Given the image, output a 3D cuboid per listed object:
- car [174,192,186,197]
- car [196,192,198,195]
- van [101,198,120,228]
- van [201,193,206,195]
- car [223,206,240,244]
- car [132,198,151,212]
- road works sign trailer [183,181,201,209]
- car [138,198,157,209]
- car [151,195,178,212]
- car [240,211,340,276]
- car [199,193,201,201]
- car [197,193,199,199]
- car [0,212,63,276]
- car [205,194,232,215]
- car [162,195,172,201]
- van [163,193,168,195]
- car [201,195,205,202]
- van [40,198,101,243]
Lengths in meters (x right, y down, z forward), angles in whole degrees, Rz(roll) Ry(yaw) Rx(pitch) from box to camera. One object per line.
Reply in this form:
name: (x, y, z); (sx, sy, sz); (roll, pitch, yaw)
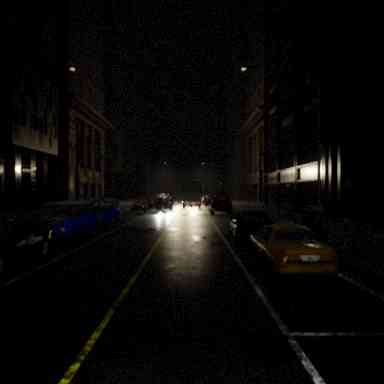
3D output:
car: (-3.014, 1.063, 80.376); (1.837, 1.490, 4.892); (0, 0, 0)
car: (2.747, 1.386, 88.755); (1.752, 1.417, 4.829); (0, 0, 0)
van: (-5.766, 1.298, 21.150); (1.690, 1.788, 3.998); (0, 0, 0)
van: (2.753, 1.244, 54.873); (1.690, 1.788, 3.998); (0, 0, 0)
car: (2.760, 1.534, 15.542); (1.947, 1.339, 4.313); (0, 0, 0)
car: (-5.769, 1.453, 37.835); (1.752, 1.417, 4.829); (0, 0, 0)
road works sign trailer: (-0.008, 0.384, 42.619); (2.380, 3.560, 2.880); (0, 0, 0)
car: (-5.770, 1.469, 43.629); (2.008, 1.369, 4.403); (0, 0, 0)
car: (-3.100, 1.419, 38.120); (2.128, 1.511, 4.902); (0, 0, 0)
car: (2.761, 1.504, 10.093); (1.752, 1.417, 4.829); (0, 0, 0)
car: (2.751, 1.413, 66.281); (1.752, 1.417, 4.829); (0, 0, 0)
car: (2.749, 1.456, 77.348); (1.802, 1.307, 4.206); (0, 0, 0)
car: (-5.764, 1.524, 9.913); (1.887, 1.381, 4.507); (0, 0, 0)
car: (2.757, 1.251, 32.398); (2.192, 1.841, 5.009); (0, 0, 0)
car: (-5.776, 1.399, 77.164); (1.752, 1.417, 4.829); (0, 0, 0)
van: (-5.773, 1.237, 60.478); (1.690, 1.788, 3.998); (0, 0, 0)
car: (2.754, 1.462, 49.254); (2.008, 1.369, 4.403); (0, 0, 0)
van: (-5.764, 1.309, 15.531); (1.690, 1.788, 3.998); (0, 0, 0)
